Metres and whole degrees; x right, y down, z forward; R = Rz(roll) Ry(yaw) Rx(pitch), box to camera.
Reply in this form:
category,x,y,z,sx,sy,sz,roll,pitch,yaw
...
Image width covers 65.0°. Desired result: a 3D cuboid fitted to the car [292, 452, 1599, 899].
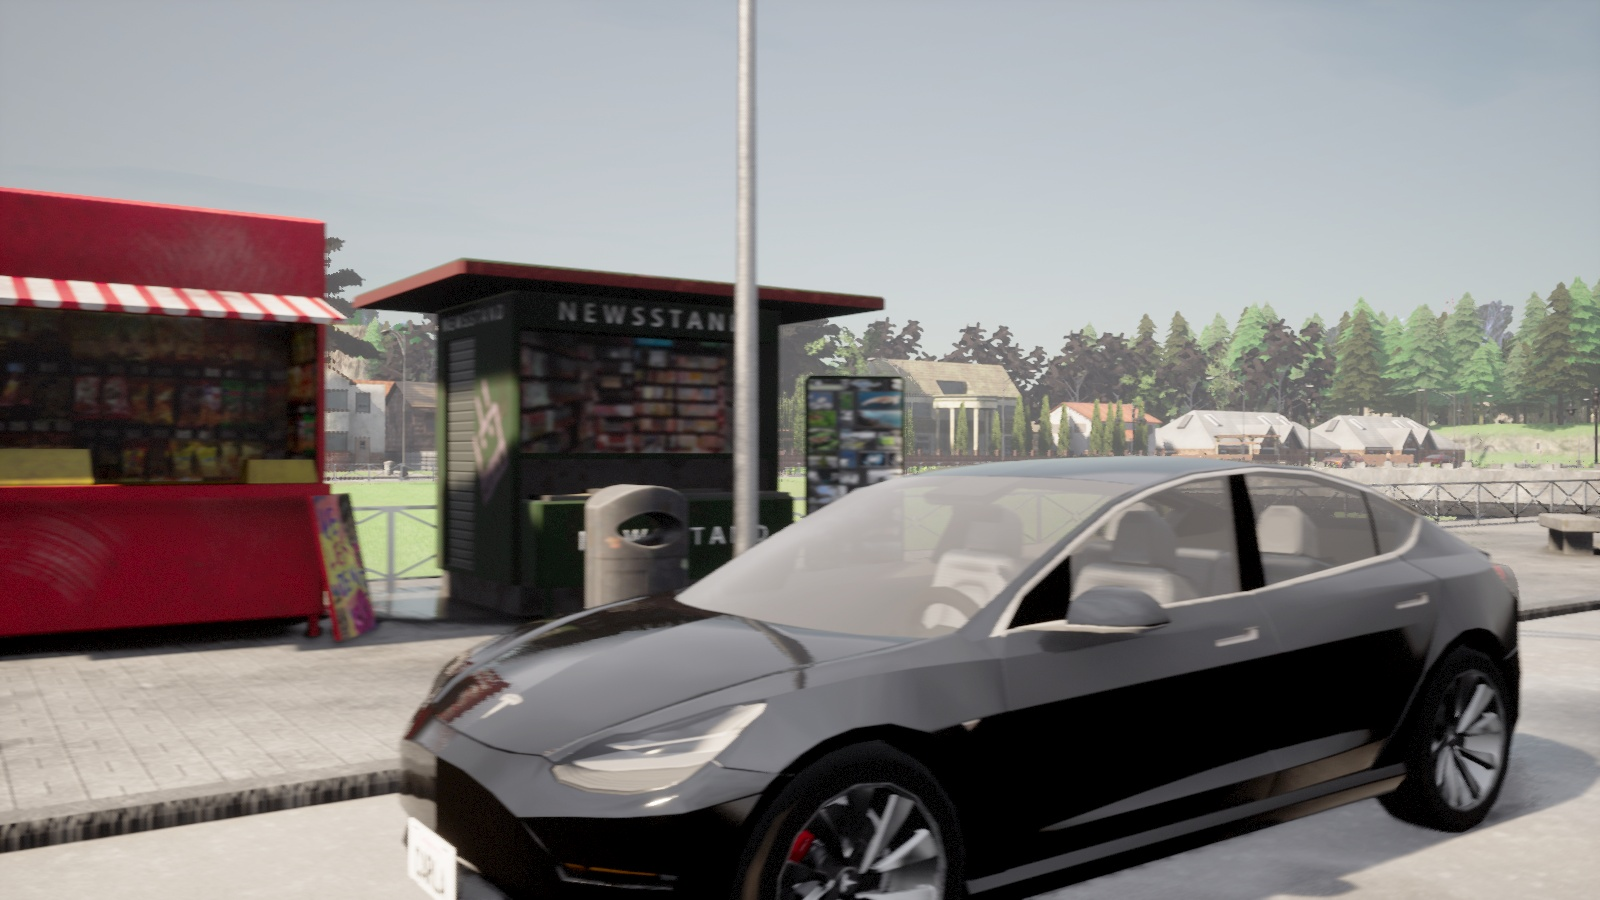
category,x,y,z,sx,sy,sz,roll,pitch,yaw
car,0.821,0.755,4.839,4.792,1.488,2.163,0,0,-35
